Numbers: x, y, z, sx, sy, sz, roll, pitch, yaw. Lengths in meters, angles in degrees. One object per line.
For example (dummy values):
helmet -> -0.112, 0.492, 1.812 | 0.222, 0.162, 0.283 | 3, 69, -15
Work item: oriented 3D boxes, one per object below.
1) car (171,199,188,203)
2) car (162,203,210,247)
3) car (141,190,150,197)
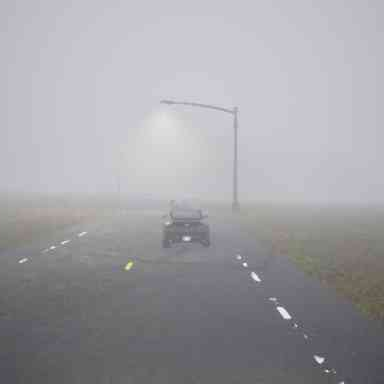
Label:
car -> -1.101, 1.309, 29.750 | 2.033, 1.411, 5.357 | 0, 1, -4
car -> -0.275, 1.450, 14.710 | 1.837, 1.490, 4.892 | 0, 1, -2
car -> -10.554, 0.225, 75.198 | 2.128, 1.511, 4.902 | 0, 2, -10
